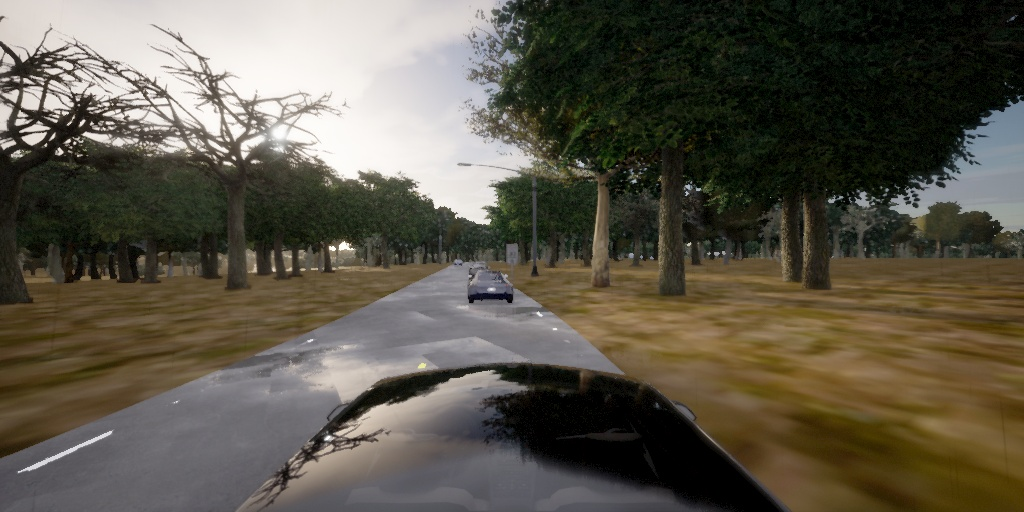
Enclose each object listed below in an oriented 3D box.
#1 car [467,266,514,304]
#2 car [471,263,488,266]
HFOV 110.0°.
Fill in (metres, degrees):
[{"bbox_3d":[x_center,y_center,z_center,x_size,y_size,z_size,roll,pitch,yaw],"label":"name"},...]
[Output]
[{"bbox_3d":[-1.081,1.344,16.651,1.994,1.385,4.181,0,0,-7],"label":"car"},{"bbox_3d":[-2.909,1.331,31.541,2.128,1.511,4.902,0,0,-7],"label":"car"}]
